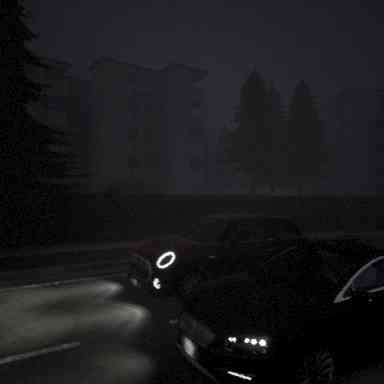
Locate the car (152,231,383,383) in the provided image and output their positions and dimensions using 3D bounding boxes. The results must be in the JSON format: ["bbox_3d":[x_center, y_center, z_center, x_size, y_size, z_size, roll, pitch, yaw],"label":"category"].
[{"bbox_3d":[2.138,1.507,4.900,4.902,1.511,2.128,1,0,-28],"label":"car"}]

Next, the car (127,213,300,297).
[{"bbox_3d":[0.796,1.344,8.089,4.553,1.767,2.097,1,0,-27],"label":"car"}]
